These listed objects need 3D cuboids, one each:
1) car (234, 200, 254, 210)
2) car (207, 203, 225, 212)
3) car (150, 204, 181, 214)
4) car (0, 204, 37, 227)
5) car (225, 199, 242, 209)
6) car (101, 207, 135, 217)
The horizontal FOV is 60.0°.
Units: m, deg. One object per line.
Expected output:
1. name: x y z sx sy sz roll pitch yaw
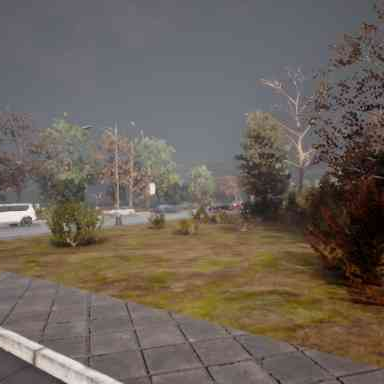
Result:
1. car: 9.732 2.404 61.890 1.882 1.535 5.008 -3 -2 33
2. car: 4.288 2.434 53.301 1.895 1.301 4.718 -3 -2 32
3. car: -3.730 2.474 47.451 2.033 1.411 5.357 -3 -2 32
4. car: -16.075 2.059 28.115 2.150 2.045 5.566 -3 -2 33
5. car: 7.594 2.036 52.009 2.097 1.767 4.553 -3 -2 32
6. car: -9.828 2.647 44.329 1.895 1.301 4.718 -3 -2 32
